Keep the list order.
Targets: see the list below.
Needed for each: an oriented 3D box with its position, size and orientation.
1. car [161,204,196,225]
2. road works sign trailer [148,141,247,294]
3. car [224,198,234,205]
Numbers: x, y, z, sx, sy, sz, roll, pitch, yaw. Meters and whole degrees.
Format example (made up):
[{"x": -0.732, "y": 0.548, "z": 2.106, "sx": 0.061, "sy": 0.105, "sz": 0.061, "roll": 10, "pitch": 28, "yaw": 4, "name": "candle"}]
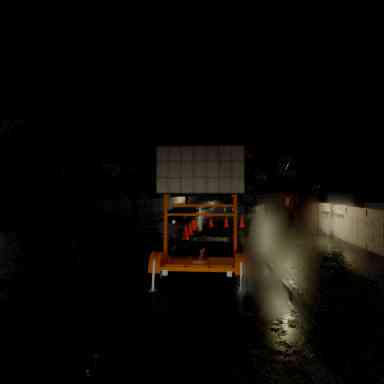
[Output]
[{"x": -0.816, "y": 1.584, "z": 24.464, "sx": 2.033, "sy": 1.411, "sz": 5.357, "roll": 0, "pitch": 0, "yaw": 9, "name": "car"}, {"x": 0.228, "y": 0.470, "z": 8.849, "sx": 2.380, "sy": 3.560, "sz": 2.880, "roll": 0, "pitch": 0, "yaw": 5, "name": "road works sign trailer"}, {"x": 6.764, "y": 1.730, "z": 60.326, "sx": 1.895, "sy": 1.301, "sz": 4.718, "roll": 0, "pitch": 0, "yaw": 9, "name": "car"}]
